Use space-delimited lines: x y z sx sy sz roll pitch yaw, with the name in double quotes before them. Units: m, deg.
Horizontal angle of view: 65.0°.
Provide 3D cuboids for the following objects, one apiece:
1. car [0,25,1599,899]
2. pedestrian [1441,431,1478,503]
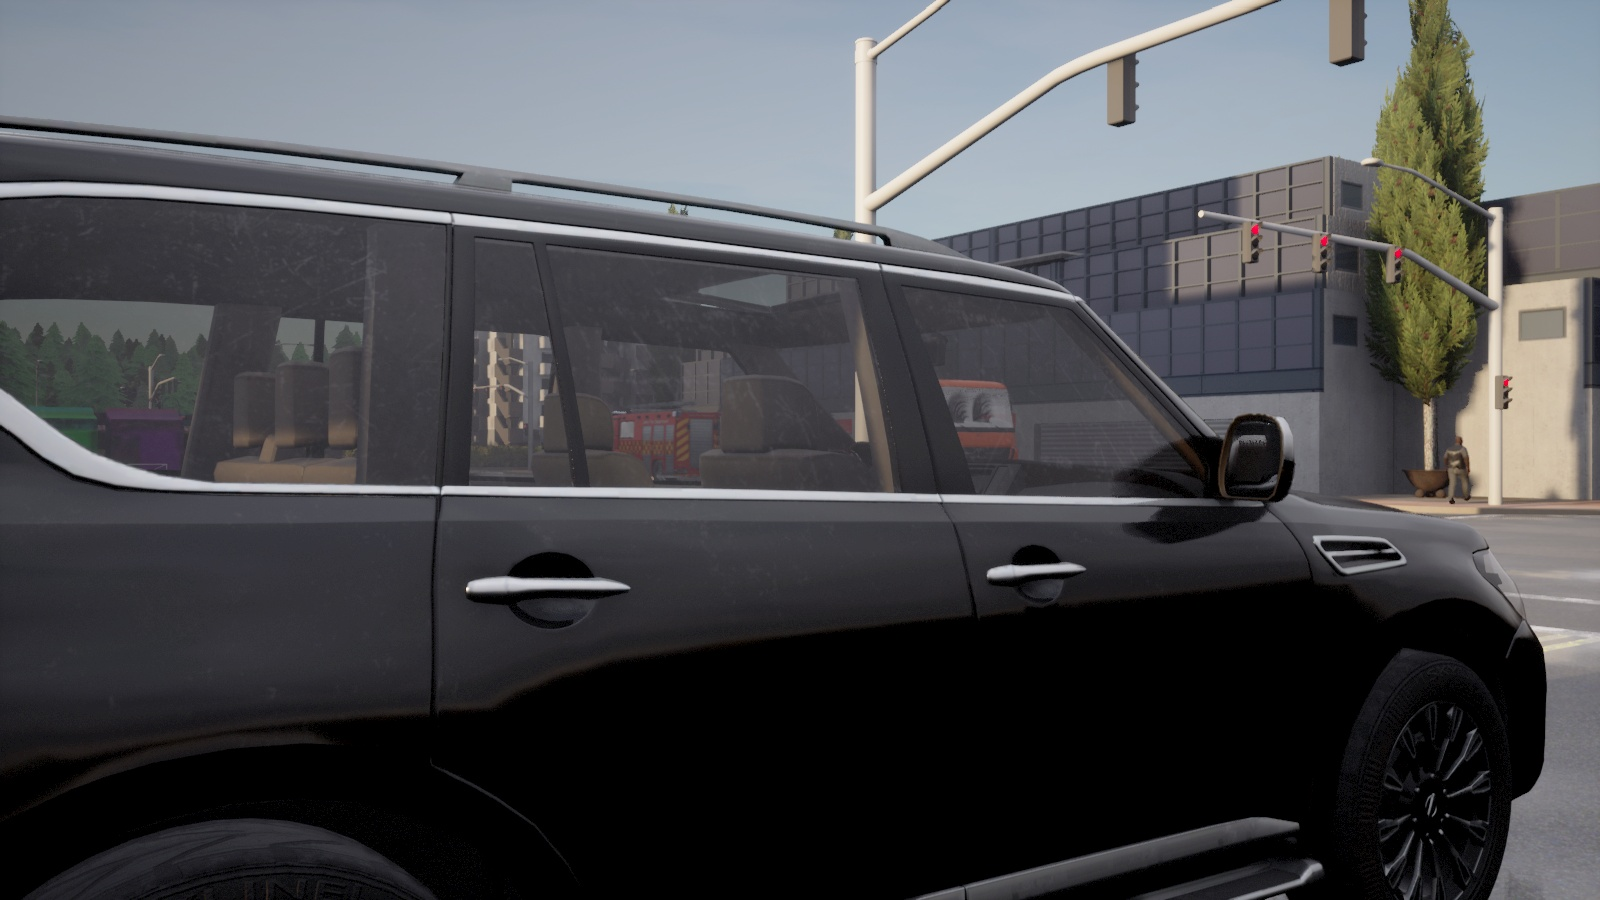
"car" -0.185 0.472 3.531 5.566 2.045 2.150 0 0 -35
"pedestrian" 17.493 0.434 33.309 0.849 1.883 0.563 0 0 -37
